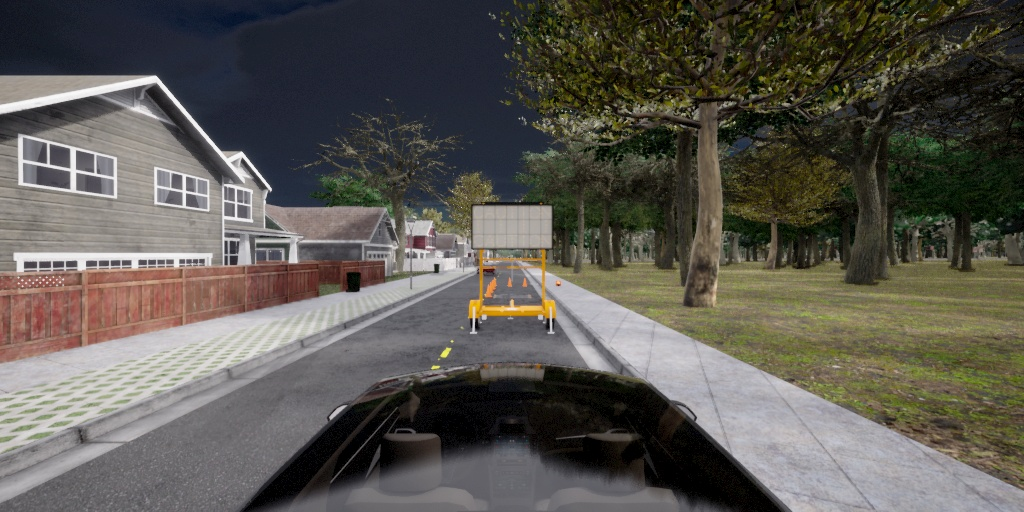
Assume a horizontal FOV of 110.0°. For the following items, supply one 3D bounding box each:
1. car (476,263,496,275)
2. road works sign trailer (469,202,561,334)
[{"bbox_3d":[-2.717,1.360,38.259,1.895,1.301,4.718,0,0,0],"label":"car"},{"bbox_3d":[0.011,0.214,10.620,2.380,3.560,2.880,0,0,0],"label":"road works sign trailer"}]
